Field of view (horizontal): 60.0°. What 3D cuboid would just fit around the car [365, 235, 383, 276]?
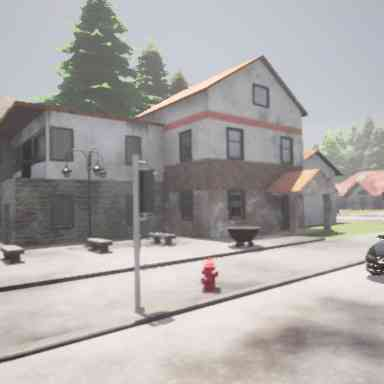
[{"bbox_3d":[7.093,1.687,10.108,4.892,1.490,1.837,0,-2,-38],"label":"car"}]
